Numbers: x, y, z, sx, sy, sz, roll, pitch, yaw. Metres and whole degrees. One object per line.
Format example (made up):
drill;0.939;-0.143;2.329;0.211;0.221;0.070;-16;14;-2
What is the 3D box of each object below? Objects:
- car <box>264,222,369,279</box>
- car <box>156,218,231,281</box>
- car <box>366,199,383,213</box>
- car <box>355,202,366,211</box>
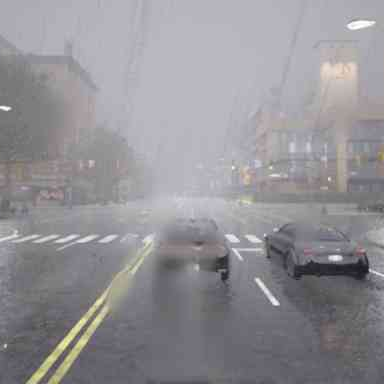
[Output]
car;3.533;1.601;10.196;1.994;1.385;4.181;0;0;0
car;0.031;1.528;9.979;2.128;1.511;4.902;0;0;0
car;23.316;1.613;38.224;5.008;1.535;1.882;0;0;0
car;23.120;1.640;41.720;4.902;1.511;2.128;0;0;0
